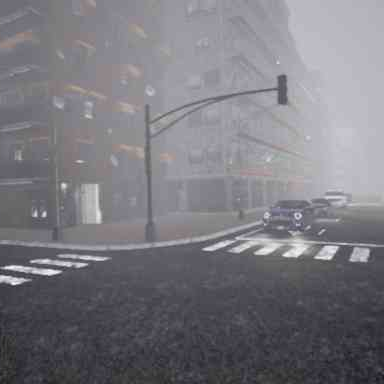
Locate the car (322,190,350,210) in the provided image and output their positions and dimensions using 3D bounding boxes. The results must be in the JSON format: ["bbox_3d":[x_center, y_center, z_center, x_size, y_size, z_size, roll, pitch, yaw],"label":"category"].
[{"bbox_3d":[15.583,0.784,36.366,2.150,2.045,5.566,-1,0,29],"label":"car"}]

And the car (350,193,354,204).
[{"bbox_3d":[22.444,0.899,48.331,1.837,1.490,4.892,-1,0,30],"label":"car"}]

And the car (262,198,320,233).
[{"bbox_3d":[5.493,1.170,18.539,2.097,1.767,4.553,-1,0,29],"label":"car"}]

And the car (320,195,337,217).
[{"bbox_3d":[10.391,1.219,27.184,1.812,1.442,4.674,-1,0,30],"label":"car"}]
